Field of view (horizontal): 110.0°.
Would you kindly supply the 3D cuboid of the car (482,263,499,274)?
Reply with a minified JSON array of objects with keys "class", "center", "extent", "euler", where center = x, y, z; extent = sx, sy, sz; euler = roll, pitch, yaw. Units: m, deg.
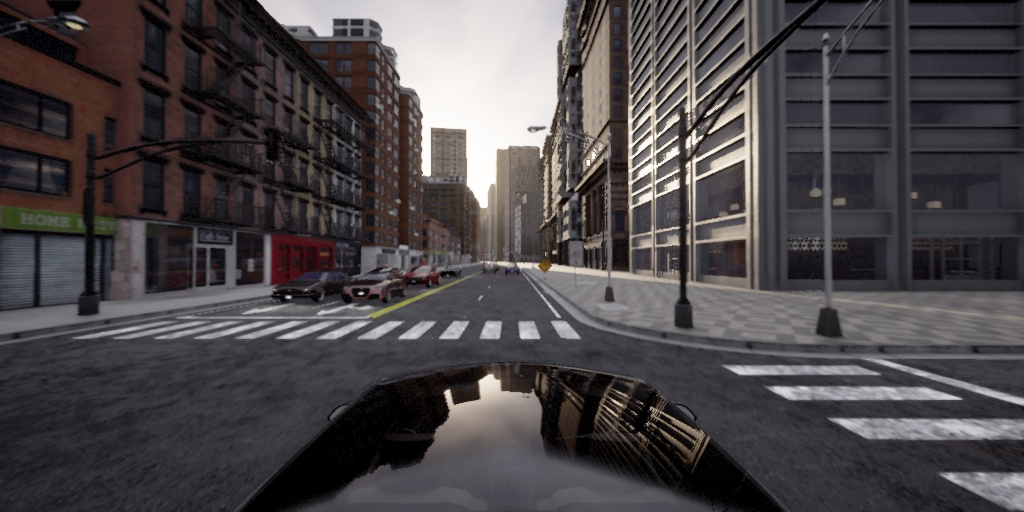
[{"class":"car","center":[-3.153,1.706,51.010],"extent":[2.128,1.511,4.902],"euler":[0,-1,0]}]

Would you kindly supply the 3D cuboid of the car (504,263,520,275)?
[{"class":"car","center":[0.039,1.703,46.990],"extent":[1.812,1.442,4.674],"euler":[0,-1,0]}]

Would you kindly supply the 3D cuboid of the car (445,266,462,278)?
[{"class":"car","center":[-6.597,1.703,39.003],"extent":[1.895,1.301,4.718],"euler":[0,-1,-1]}]

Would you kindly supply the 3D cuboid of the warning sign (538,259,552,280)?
[{"class":"warning sign","center":[2.847,1.145,30.908],"extent":[1.300,1.860,1.060],"euler":[0,0,0]}]

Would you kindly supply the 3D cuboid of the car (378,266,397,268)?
[{"class":"car","center":[-9.855,1.528,28.059],"extent":[1.812,1.442,4.674],"euler":[0,-1,0]}]

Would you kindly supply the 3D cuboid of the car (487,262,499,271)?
[{"class":"car","center":[-3.153,1.836,61.175],"extent":[1.812,1.442,4.674],"euler":[0,-1,0]}]

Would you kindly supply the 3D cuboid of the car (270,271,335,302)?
[{"class":"car","center":[-9.852,1.460,18.472],"extent":[2.033,1.411,5.357],"euler":[0,-1,0]}]

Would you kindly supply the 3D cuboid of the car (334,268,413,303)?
[{"class":"car","center":[-6.600,1.470,17.656],"extent":[1.994,1.385,4.181],"euler":[0,-1,0]}]

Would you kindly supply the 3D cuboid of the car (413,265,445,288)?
[{"class":"car","center":[-6.602,1.467,26.641],"extent":[1.882,1.535,5.008],"euler":[0,-1,0]}]
